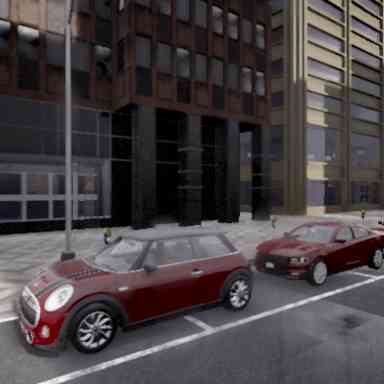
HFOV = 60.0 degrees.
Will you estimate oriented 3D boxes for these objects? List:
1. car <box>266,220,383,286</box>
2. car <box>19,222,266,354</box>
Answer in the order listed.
[{"bbox_3d":[3.707,1.502,9.292,4.507,1.381,1.887,0,0,-36],"label":"car"},{"bbox_3d":[-0.852,1.426,6.037,4.097,1.590,1.967,0,0,-36],"label":"car"}]
